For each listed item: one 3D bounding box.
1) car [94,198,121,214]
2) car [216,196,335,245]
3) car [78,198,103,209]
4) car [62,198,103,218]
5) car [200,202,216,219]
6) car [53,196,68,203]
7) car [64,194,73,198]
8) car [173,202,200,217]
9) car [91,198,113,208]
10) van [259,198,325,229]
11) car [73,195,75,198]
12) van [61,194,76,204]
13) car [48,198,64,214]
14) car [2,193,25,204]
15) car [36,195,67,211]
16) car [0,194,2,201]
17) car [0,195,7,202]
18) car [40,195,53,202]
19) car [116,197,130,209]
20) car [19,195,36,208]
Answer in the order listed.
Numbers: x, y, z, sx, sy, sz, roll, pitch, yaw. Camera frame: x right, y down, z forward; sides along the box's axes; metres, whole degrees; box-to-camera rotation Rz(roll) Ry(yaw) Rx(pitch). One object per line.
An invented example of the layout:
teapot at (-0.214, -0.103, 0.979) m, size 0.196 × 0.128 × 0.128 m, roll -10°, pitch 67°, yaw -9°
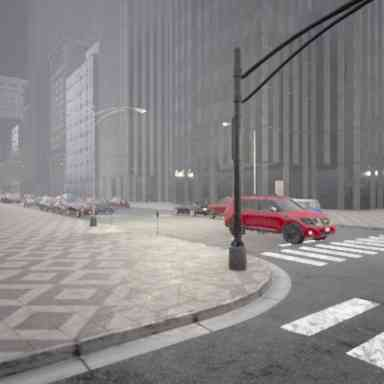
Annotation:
car at (-9.708, 1.556, 34.529) m, size 2.033 × 1.411 × 5.357 m, roll 0°, pitch 0°, yaw -36°
car at (3.990, 1.236, 16.224) m, size 2.150 × 2.045 × 5.566 m, roll 0°, pitch 0°, yaw -39°
car at (-13.980, 1.525, 45.625) m, size 1.812 × 1.442 × 4.674 m, roll 0°, pitch 0°, yaw -36°
car at (-10.288, 1.558, 30.982) m, size 1.887 × 1.381 × 4.507 m, roll 0°, pitch 0°, yaw -36°
car at (3.284, 1.325, 26.943) m, size 2.192 × 1.841 × 5.009 m, roll 0°, pitch 0°, yaw -36°
car at (-26.944, 1.486, 67.935) m, size 1.752 × 1.417 × 4.829 m, roll 0°, pitch 0°, yaw -36°
car at (-18.975, 1.167, 47.255) m, size 1.994 × 1.385 × 4.181 m, roll 0°, pitch 0°, yaw -36°
car at (-0.064, 1.573, 31.483) m, size 1.947 × 1.339 × 4.313 m, roll 0°, pitch 0°, yaw -36°
car at (-13.454, 1.575, 49.640) m, size 1.802 × 1.307 × 4.206 m, roll 0°, pitch 0°, yaw -36°
van at (6.632, 1.352, 22.403) m, size 1.690 × 1.788 × 3.998 m, roll 0°, pitch 0°, yaw -36°
car at (-20.022, 1.554, 53.730) m, size 1.994 × 1.385 × 4.181 m, roll 0°, pitch 0°, yaw -36°
van at (-23.495, 1.314, 63.257) m, size 1.690 × 1.788 × 3.998 m, roll 0°, pitch 0°, yaw -36°
car at (-13.635, 1.592, 35.521) m, size 1.802 × 1.307 × 4.206 m, roll 0°, pitch 0°, yaw -36°
car at (-33.717, 1.285, 62.753) m, size 2.192 × 1.841 × 5.009 m, roll 0°, pitch 0°, yaw -36°
car at (-16.982, 1.447, 40.059) m, size 1.967 × 1.590 × 4.097 m, roll 0°, pitch 0°, yaw -36°
car at (-37.065, 1.272, 67.293) m, size 2.192 × 1.841 × 5.009 m, roll 0°, pitch 0°, yaw -36°
car at (-43.635, 1.453, 76.200) m, size 1.752 × 1.417 × 4.829 m, roll 0°, pitch 0°, yaw -35°
car at (-33.654, 1.456, 77.044) m, size 1.752 × 1.417 × 4.829 m, roll 0°, pitch 0°, yaw -35°
car at (-10.106, 1.437, 45.100) m, size 1.967 × 1.590 × 4.097 m, roll 0°, pitch 0°, yaw -36°
car at (-23.676, 1.549, 49.137) m, size 2.008 × 1.369 × 4.403 m, roll 0°, pitch 0°, yaw -36°
